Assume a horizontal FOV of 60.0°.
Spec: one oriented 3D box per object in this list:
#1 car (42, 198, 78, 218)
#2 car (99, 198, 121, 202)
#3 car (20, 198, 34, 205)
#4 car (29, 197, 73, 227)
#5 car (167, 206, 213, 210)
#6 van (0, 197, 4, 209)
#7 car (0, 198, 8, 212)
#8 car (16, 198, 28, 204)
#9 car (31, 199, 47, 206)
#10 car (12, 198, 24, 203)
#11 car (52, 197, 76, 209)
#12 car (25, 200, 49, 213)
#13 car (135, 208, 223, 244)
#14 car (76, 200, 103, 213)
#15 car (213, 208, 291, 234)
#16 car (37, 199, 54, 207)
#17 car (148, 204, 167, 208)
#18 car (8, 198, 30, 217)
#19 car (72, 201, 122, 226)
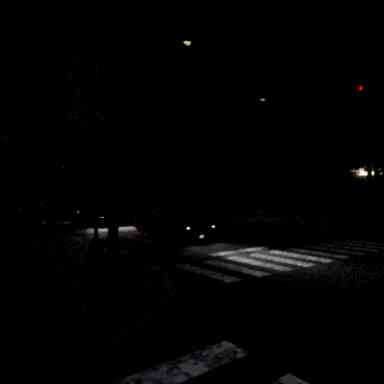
[{"bbox_3d":[-12.916,1.522,32.430,2.097,1.767,4.553,1,-1,-37],"label":"car"},{"bbox_3d":[-9.752,1.561,38.102,2.192,1.841,5.009,0,0,-37],"label":"car"},{"bbox_3d":[-36.788,2.046,74.068,2.008,1.369,4.403,0,0,-37],"label":"car"},{"bbox_3d":[-9.813,1.413,23.995,2.192,1.841,5.009,0,0,-37],"label":"car"},{"bbox_3d":[0.388,1.702,24.613,1.887,1.381,4.507,0,0,-37],"label":"car"},{"bbox_3d":[-30.090,1.619,50.969,1.690,1.788,3.998,0,0,-37],"label":"van"},{"bbox_3d":[-23.330,1.768,41.977,2.008,1.369,4.403,0,0,-37],"label":"car"},{"bbox_3d":[-40.270,2.054,78.699,1.752,1.417,4.829,0,0,-37],"label":"car"},{"bbox_3d":[-30.029,1.997,65.076,1.947,1.339,4.313,0,0,-37],"label":"car"},{"bbox_3d":[-43.548,2.126,83.060,1.947,1.339,4.313,0,0,-37],"label":"car"},{"bbox_3d":[-19.891,1.652,51.590,2.192,1.841,5.009,0,0,-37],"label":"car"},{"bbox_3d":[-18.971,1.750,40.546,1.812,1.442,4.674,1,-1,-36],"label":"car"},{"bbox_3d":[-0.899,1.666,16.463,1.895,1.301,4.718,1,-1,-38],"label":"car"},{"bbox_3d":[-13.131,1.821,42.597,1.887,1.381,4.507,0,0,-37],"label":"car"},{"bbox_3d":[3.665,1.654,20.254,1.752,1.417,4.829,0,0,-37],"label":"car"},{"bbox_3d":[-26.649,1.944,60.580,1.887,1.381,4.507,0,0,-37],"label":"car"},{"bbox_3d":[-3.094,1.713,29.245,1.752,1.417,4.829,0,0,-37],"label":"car"},{"bbox_3d":[-16.572,1.597,32.986,1.967,1.590,4.097,0,0,-37],"label":"car"},{"bbox_3d":[-6.909,1.622,24.419,1.837,1.490,4.892,1,-1,-37],"label":"car"}]
